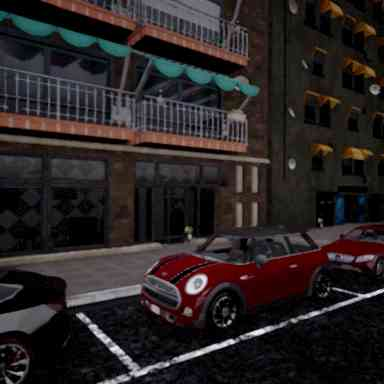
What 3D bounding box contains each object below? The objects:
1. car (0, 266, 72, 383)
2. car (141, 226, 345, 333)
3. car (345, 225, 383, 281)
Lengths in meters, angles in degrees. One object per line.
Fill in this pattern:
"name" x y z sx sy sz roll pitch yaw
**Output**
"car" -3.550 1.557 3.569 4.313 1.339 1.947 1 0 -35
"car" 1.007 1.483 6.815 4.097 1.590 1.967 1 0 -35
"car" 5.563 1.677 10.059 4.206 1.307 1.802 1 0 -35
